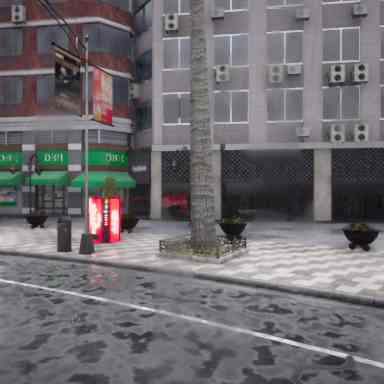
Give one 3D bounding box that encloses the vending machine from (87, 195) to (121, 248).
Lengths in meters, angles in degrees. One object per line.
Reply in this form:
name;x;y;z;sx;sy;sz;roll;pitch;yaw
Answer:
vending machine;-3.719;1.195;14.127;0.880;2.100;1.100;0;0;24
